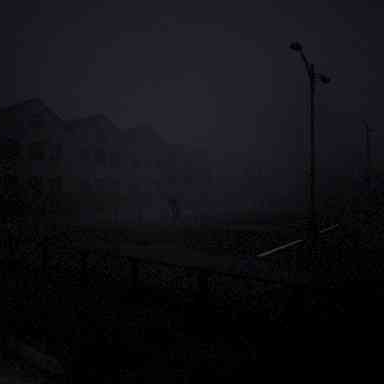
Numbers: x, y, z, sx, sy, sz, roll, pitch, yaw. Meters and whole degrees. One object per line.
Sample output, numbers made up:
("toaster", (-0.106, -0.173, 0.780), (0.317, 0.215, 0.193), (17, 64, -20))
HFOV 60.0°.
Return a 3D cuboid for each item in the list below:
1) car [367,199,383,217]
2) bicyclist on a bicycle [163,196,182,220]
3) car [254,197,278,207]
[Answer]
("car", (15.445, 1.298, 26.799), (2.007, 1.523, 4.514), (0, 0, 35))
("bicyclist on a bicycle", (-1.377, 1.109, 23.046), (1.656, 1.620, 0.582), (0, 0, 35))
("car", (10.458, 1.356, 46.673), (2.033, 1.411, 5.357), (0, 0, 32))
